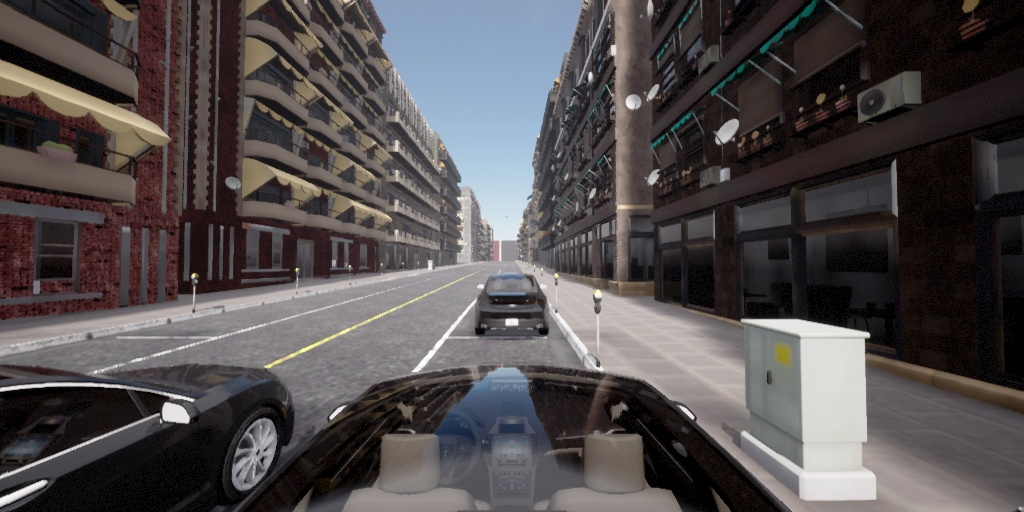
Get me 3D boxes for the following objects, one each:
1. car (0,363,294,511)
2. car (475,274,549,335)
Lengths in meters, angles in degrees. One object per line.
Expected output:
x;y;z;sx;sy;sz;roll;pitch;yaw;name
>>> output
-3.020;1.256;1.501;1.837;1.490;4.892;0;0;0;car
0.000;1.247;10.503;1.837;1.490;4.892;0;0;0;car
